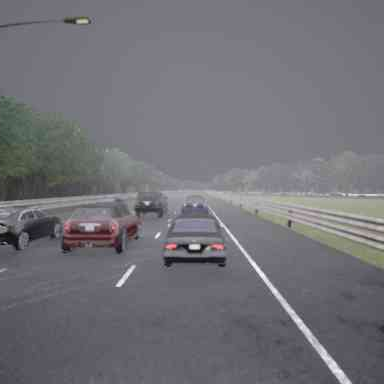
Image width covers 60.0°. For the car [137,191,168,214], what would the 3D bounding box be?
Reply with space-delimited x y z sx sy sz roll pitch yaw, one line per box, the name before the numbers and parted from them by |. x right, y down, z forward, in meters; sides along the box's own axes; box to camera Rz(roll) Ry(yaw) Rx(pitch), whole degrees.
car | -3.260 0.931 27.159 2.150 2.045 5.566 0 1 1

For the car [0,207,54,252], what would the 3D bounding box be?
car | -6.854 1.345 13.231 2.128 1.511 4.902 0 1 1

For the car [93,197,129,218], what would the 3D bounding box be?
car | -6.740 1.203 28.264 1.837 1.490 4.892 0 1 1

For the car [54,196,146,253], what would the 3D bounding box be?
car | -3.354 1.206 13.149 2.097 1.767 4.553 0 1 1

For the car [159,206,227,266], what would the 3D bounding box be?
car | 0.106 1.425 11.015 2.033 1.411 5.357 0 1 1

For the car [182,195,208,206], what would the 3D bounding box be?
car | 0.259 1.050 28.129 2.097 1.767 4.553 0 1 1
